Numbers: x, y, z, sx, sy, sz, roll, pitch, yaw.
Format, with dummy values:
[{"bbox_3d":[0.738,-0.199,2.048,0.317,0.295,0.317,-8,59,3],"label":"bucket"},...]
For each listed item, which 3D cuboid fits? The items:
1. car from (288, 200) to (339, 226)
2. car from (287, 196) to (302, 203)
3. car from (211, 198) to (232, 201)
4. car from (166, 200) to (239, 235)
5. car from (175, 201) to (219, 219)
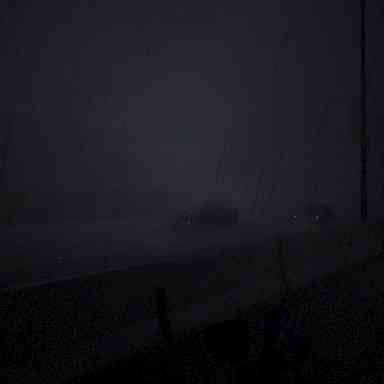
[{"bbox_3d":[8.777,1.507,23.249,2.033,1.411,5.357,0,0,36],"label":"car"},{"bbox_3d":[18.640,1.417,60.539,2.128,1.511,4.902,0,0,3],"label":"car"},{"bbox_3d":[1.767,1.347,25.690,2.097,1.767,4.553,0,0,37],"label":"car"},{"bbox_3d":[0.719,1.477,19.078,1.882,1.535,5.008,0,0,43],"label":"car"},{"bbox_3d":[0.539,1.566,29.845,1.994,1.385,4.181,0,0,35],"label":"car"}]
